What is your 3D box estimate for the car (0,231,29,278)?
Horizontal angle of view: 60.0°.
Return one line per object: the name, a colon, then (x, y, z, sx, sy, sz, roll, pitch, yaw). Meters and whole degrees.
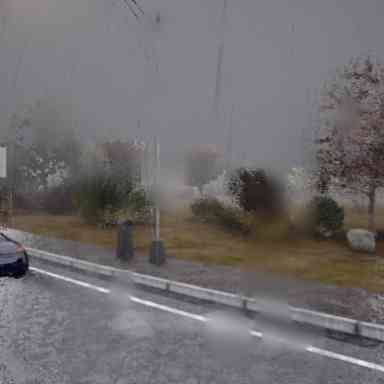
car: (-6.225, 1.573, 9.081, 4.181, 1.385, 1.994, 0, 0, 40)
